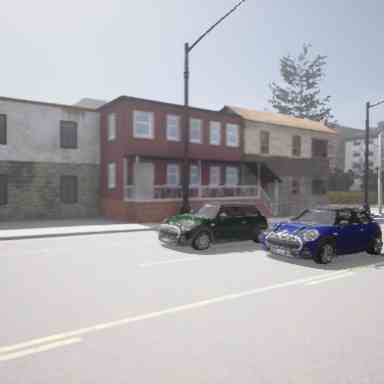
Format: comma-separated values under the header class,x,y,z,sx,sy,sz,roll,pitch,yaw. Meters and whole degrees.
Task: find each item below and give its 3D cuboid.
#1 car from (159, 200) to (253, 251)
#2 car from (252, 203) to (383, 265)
class,x,y,z,sx,sy,sz,roll,pitch,yaw
car,0.950,1.181,13.245,4.553,1.767,2.097,1,1,-35
car,4.587,1.288,11.514,4.553,1.767,2.097,1,1,-35
